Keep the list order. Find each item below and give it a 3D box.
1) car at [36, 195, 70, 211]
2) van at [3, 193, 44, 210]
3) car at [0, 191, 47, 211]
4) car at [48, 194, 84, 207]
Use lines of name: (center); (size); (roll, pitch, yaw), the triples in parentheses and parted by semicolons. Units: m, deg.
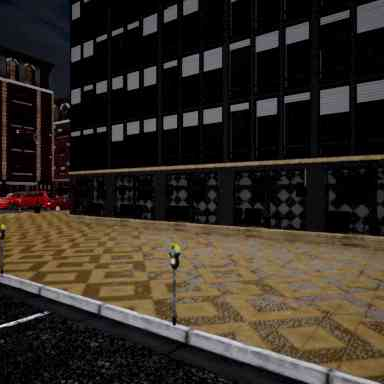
car: (-13.495, 1.269, 35.083); (1.887, 1.381, 4.507); (1, 1, 35)
van: (-19.972, 1.050, 39.566); (1.690, 1.788, 3.998); (1, 1, 35)
car: (-18.761, 0.955, 37.007); (2.150, 2.045, 5.566); (0, 0, 35)
car: (-16.737, 1.079, 44.207); (1.967, 1.590, 4.097); (1, 1, 35)
